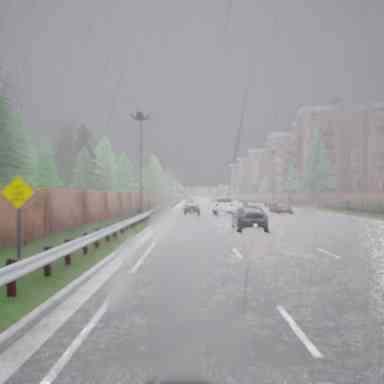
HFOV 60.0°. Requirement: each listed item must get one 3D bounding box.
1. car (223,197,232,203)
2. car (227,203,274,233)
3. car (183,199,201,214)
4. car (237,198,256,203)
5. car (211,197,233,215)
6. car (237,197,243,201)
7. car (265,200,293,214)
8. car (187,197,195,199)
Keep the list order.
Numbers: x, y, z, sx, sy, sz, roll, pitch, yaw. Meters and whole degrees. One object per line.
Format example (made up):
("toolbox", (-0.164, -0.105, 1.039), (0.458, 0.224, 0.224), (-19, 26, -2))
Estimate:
("car", (10.140, 2.276, 95.009), (1.882, 1.535, 5.008), (0, 0, 0))
("car", (3.598, 1.681, 21.254), (1.837, 1.490, 4.892), (0, -1, 0))
("car", (0.005, 1.860, 39.300), (1.812, 1.442, 4.674), (0, 0, 0))
("car", (6.996, 1.861, 40.255), (1.812, 1.442, 4.674), (0, 0, 0))
("car", (3.491, 1.547, 38.277), (2.150, 2.045, 5.566), (0, 0, 0))
("car", (13.660, 2.244, 91.687), (1.882, 1.535, 5.008), (0, 0, 0))
("car", (10.498, 1.892, 39.536), (1.994, 1.385, 4.181), (0, 0, 0))
("car", (-0.360, 2.162, 94.948), (2.097, 1.767, 4.553), (0, 0, 0))
